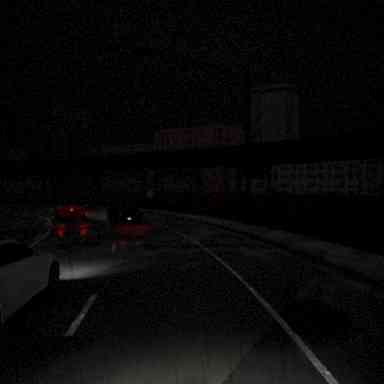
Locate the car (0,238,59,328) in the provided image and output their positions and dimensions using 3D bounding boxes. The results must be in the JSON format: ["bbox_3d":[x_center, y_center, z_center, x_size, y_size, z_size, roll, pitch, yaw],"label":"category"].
[{"bbox_3d":[-3.889,1.536,5.955,1.812,1.442,4.674,0,0,-5],"label":"car"}]

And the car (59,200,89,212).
[{"bbox_3d":[-14.249,1.653,40.051,1.895,1.301,4.718,-1,0,-39],"label":"car"}]

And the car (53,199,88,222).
[{"bbox_3d":[-10.241,1.398,27.630,2.097,1.767,4.553,-1,0,-27],"label":"car"}]

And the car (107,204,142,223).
[{"bbox_3d":[-5.312,1.599,25.573,1.895,1.301,4.718,-1,0,-23],"label":"car"}]
